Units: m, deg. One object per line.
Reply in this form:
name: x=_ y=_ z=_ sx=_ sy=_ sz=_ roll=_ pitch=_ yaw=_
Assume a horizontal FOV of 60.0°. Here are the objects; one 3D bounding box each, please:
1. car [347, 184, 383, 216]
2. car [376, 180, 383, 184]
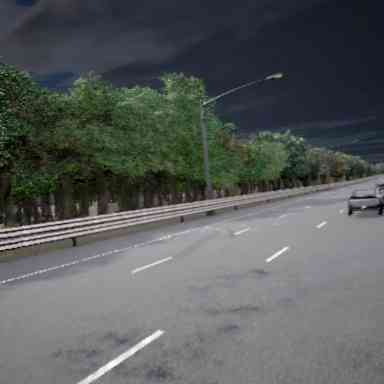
car: x=10.802 y=0.536 z=20.545 sx=2.128 sy=1.511 sz=4.902 roll=-5 pitch=0 yaw=32
car: x=25.060 y=-0.688 z=43.599 sx=1.837 sy=1.490 sz=4.892 roll=-5 pitch=0 yaw=32
